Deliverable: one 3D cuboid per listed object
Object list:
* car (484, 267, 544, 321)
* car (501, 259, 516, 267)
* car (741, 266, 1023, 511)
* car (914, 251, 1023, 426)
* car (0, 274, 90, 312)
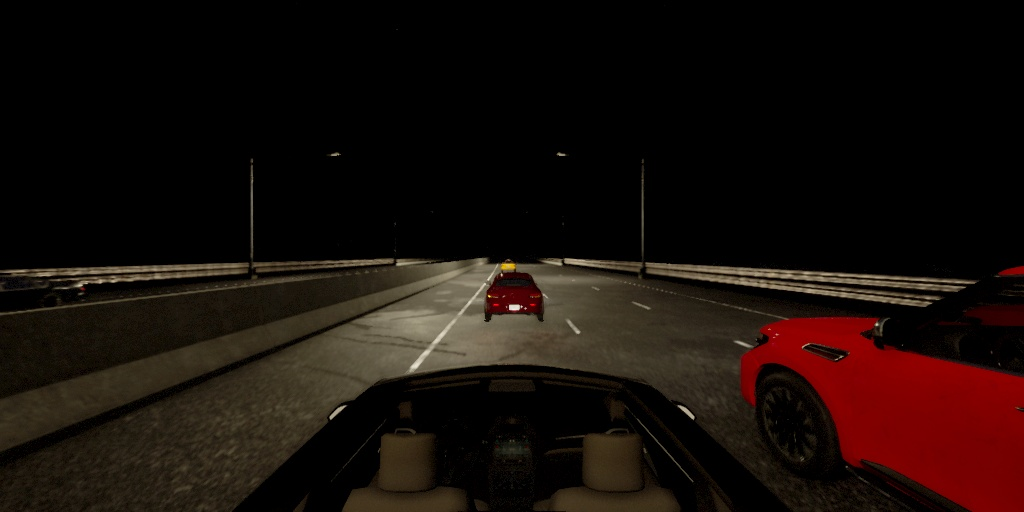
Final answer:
[{"bbox_3d":[0.053,1.274,12.345,1.812,1.442,4.674,0,0,0],"label":"car"},{"bbox_3d":[-0.438,1.172,44.504,1.801,1.575,5.366,0,0,-1],"label":"car"},{"bbox_3d":[3.594,0.970,1.561,2.150,2.045,5.566,0,0,0],"label":"car"},{"bbox_3d":[7.093,0.969,2.585,2.150,2.045,5.566,0,0,0],"label":"car"},{"bbox_3d":[-17.547,1.302,11.633,2.033,1.411,5.357,0,0,0],"label":"car"}]
